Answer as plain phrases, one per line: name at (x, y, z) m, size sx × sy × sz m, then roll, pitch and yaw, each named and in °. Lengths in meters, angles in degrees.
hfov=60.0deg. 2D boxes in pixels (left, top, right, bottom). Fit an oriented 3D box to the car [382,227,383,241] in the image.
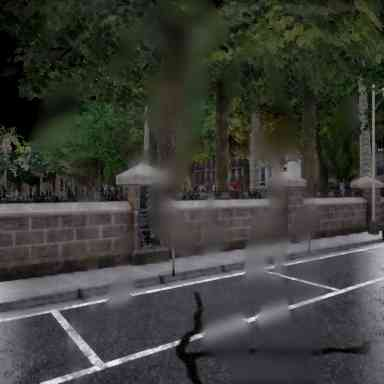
car at (9.786, 1.310, 13.538) m, size 5.009 × 1.841 × 2.192 m, roll 0°, pitch 0°, yaw -36°
